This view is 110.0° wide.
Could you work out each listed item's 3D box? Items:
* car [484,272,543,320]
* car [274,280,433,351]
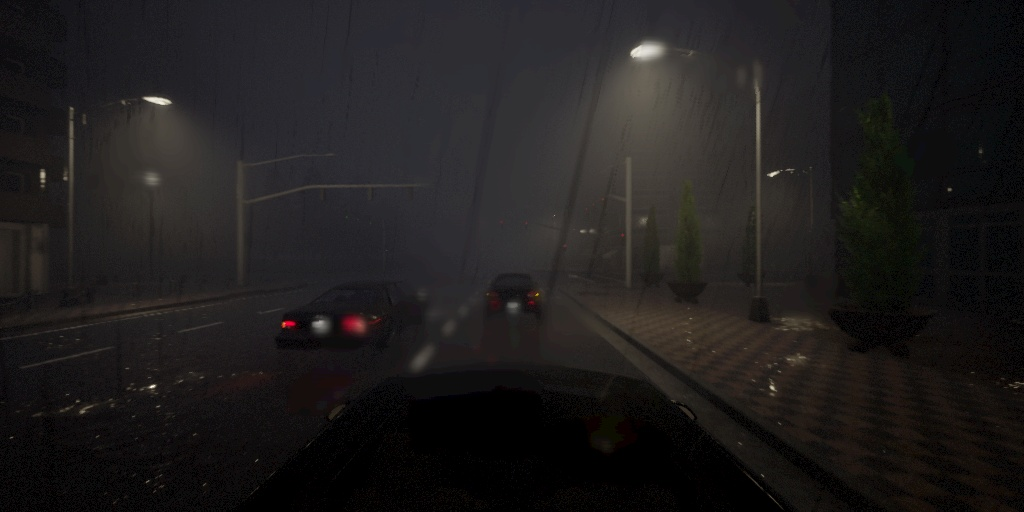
[{"bbox_3d":[0.068,1.282,12.568,1.812,1.442,4.674,0,0,0],"label":"car"},{"bbox_3d":[-3.461,1.301,9.024,2.033,1.411,5.357,0,0,0],"label":"car"}]
